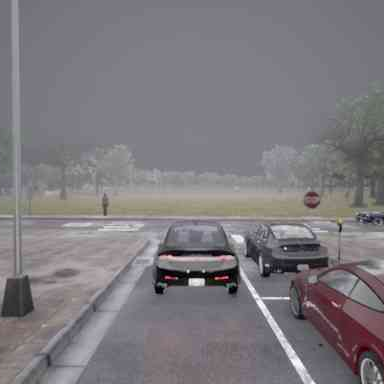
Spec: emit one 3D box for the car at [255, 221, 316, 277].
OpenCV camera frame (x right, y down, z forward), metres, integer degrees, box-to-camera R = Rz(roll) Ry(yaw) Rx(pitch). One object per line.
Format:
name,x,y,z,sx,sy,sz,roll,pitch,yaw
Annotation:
car,2.628,1.548,10.052,2.008,1.369,4.403,-1,0,0

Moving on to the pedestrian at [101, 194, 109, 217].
pedestrian,-6.864,1.006,26.238,0.375,1.860,0.375,0,1,0

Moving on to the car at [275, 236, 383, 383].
car,2.625,1.581,4.520,1.802,1.307,4.206,-1,0,0

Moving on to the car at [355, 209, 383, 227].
car,14.110,1.710,23.340,4.718,1.301,1.895,1,1,0

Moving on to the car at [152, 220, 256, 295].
car,0.096,1.490,8.722,2.128,1.511,4.902,0,0,0
